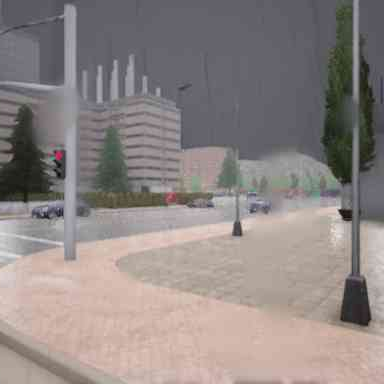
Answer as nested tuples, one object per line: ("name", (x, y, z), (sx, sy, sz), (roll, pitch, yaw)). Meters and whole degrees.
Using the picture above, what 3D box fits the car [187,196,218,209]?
("car", (1.172, 1.529, 43.670), (1.994, 1.385, 4.181), (0, 0, 36))

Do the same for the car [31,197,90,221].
("car", (-10.746, 1.317, 27.360), (2.097, 1.767, 4.553), (0, 0, 36))

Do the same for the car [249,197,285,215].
("car", (7.529, 1.506, 34.253), (1.812, 1.442, 4.674), (0, 0, 36))
